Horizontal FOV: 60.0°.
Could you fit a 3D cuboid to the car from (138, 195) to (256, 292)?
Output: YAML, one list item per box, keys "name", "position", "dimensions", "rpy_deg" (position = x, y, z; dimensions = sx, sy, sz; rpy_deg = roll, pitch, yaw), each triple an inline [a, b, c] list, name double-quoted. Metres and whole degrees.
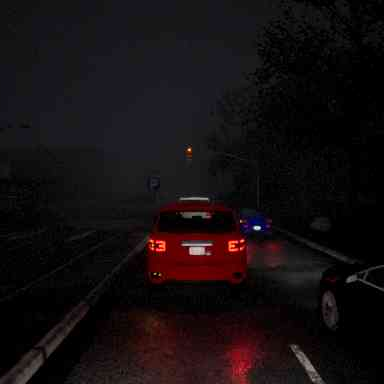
- name: "car"
  position: [0.092, 1.230, 9.087]
  dimensions: [2.150, 2.045, 5.566]
  rpy_deg: [0, 0, 0]

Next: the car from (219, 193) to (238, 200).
- name: "car"
  position: [9.340, 1.129, 85.350]
  dimensions: [4.553, 1.767, 2.185]
  rpy_deg: [1, 0, -12]

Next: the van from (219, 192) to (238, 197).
- name: "van"
  position: [7.190, 1.043, 67.678]
  dimensions: [4.442, 1.987, 1.878]
  rpy_deg: [1, 0, -14]

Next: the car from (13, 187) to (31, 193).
- name: "car"
  position: [-28.242, 0.138, 55.902]
  dimensions: [2.002, 1.452, 4.674]
  rpy_deg: [6, -3, -19]

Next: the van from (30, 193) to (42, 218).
- name: "van"
  position: [-13.635, 1.298, 24.270]
  dimensions: [4.442, 1.987, 1.878]
  rpy_deg: [-1, 0, -20]

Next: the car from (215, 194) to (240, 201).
- name: "car"
  position: [8.079, 1.258, 76.494]
  dimensions: [5.366, 1.575, 1.946]
  rpy_deg: [1, 0, -13]

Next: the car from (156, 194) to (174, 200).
- name: "car"
  position: [-7.712, 1.316, 94.982]
  dimensions: [5.008, 1.535, 2.097]
  rpy_deg: [-1, 0, -12]

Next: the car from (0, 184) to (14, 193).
- name: "car"
  position: [-31.237, -0.425, 55.958]
  dimensions: [2.435, 2.045, 5.566]
  rpy_deg: [6, -3, -19]

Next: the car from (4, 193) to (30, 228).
- name: "car"
  position: [-13.747, 1.268, 21.234]
  dimensions: [5.566, 2.045, 2.435]
  rpy_deg: [-1, 0, -20]

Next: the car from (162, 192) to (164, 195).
- name: "car"
  position: [-9.750, 1.360, 80.010]
  dimensions: [4.674, 1.452, 2.002]
  rpy_deg: [-1, 0, -13]

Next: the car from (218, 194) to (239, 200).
- name: "car"
  position: [8.977, 1.298, 82.420]
  dimensions: [4.674, 1.452, 2.002]
  rpy_deg: [1, 0, -12]

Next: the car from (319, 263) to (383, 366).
- name: "car"
  position: [3.096, 1.495, 3.814]
  dimensions: [2.128, 1.511, 4.902]
  rpy_deg: [0, 0, 0]

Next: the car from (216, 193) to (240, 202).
- name: "car"
  position: [7.569, 1.142, 70.648]
  dimensions: [4.553, 1.767, 2.185]
  rpy_deg: [1, 0, -14]

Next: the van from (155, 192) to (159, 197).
- name: "van"
  position: [-10.343, 1.094, 74.043]
  dimensions: [4.442, 1.987, 1.878]
  rpy_deg: [-1, 0, -14]

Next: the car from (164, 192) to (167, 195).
- name: "car"
  position: [-9.383, 1.359, 83.012]
  dimensions: [4.674, 1.452, 2.002]
  rpy_deg: [-1, 0, -13]

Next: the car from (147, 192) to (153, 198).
- name: "car"
  position: [-10.893, 1.316, 68.050]
  dimensions: [5.366, 1.575, 1.946]
  rpy_deg: [-1, 0, -15]

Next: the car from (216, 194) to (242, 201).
- name: "car"
  position: [8.101, 1.264, 73.642]
  dimensions: [5.366, 1.575, 1.946]
  rpy_deg: [1, 0, -13]

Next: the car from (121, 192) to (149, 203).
- name: "car"
  position: [-11.534, 1.359, 65.057]
  dimensions: [4.792, 1.488, 2.163]
  rpy_deg: [-1, 0, -15]

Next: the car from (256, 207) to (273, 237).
- name: "car"
  position: [3.119, 1.548, 18.138]
  dimensions: [1.812, 1.442, 4.674]
  rpy_deg: [0, 0, 0]

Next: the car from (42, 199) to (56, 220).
- name: "car"
  position: [-13.664, 1.405, 27.248]
  dimensions: [4.553, 1.767, 2.185]
  rpy_deg: [-1, 0, -19]

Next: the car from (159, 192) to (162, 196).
- name: "car"
  position: [-10.119, 1.322, 77.014]
  dimensions: [4.892, 1.521, 2.231]
  rpy_deg: [-1, 0, -14]

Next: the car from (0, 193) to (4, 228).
- name: "car"
  position: [-13.816, 1.264, 18.197]
  dimensions: [5.566, 2.045, 2.435]
  rpy_deg: [-1, 0, -20]

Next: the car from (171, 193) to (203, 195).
- name: "car"
  position: [0.127, 1.247, 19.445]
  dimensions: [2.150, 2.045, 5.566]
  rpy_deg: [0, 0, 0]

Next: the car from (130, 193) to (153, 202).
- name: "car"
  position: [-10.804, 1.197, 71.002]
  dimensions: [4.553, 1.767, 2.185]
  rpy_deg: [-1, 0, -14]

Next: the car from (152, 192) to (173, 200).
- name: "car"
  position: [-8.130, 1.065, 92.002]
  dimensions: [5.566, 2.045, 2.435]
  rpy_deg: [-1, 0, -12]
